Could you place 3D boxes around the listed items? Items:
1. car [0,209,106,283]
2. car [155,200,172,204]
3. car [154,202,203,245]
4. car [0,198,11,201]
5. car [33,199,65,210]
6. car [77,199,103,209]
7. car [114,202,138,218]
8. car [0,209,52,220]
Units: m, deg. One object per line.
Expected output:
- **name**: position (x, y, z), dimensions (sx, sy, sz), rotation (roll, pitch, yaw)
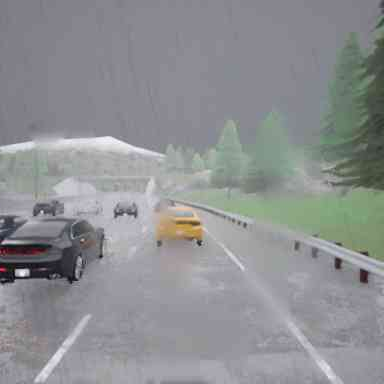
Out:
- **car**: position (-3.772, 1.475, 9.569), dimensions (1.837, 1.490, 4.892), rotation (0, 0, -3)
- **car**: position (-2.460, 1.450, 31.033), dimensions (1.994, 1.385, 4.181), rotation (0, 0, -8)
- **car**: position (-0.636, 1.420, 15.330), dimensions (1.882, 1.535, 5.008), rotation (0, 0, -4)
- **car**: position (-26.280, 1.477, 45.549), dimensions (1.895, 1.301, 4.718), rotation (0, 0, -9)
- **car**: position (-12.960, 1.414, 30.325), dimensions (1.837, 1.490, 4.892), rotation (0, 0, -9)
- **car**: position (-9.593, 1.424, 31.313), dimensions (1.812, 1.442, 4.674), rotation (0, 0, -9)
- **car**: position (-5.648, 1.501, 28.841), dimensions (1.895, 1.301, 4.718), rotation (0, 0, -8)
- **car**: position (-7.475, 1.564, 13.210), dimensions (1.895, 1.301, 4.718), rotation (0, 0, -4)
